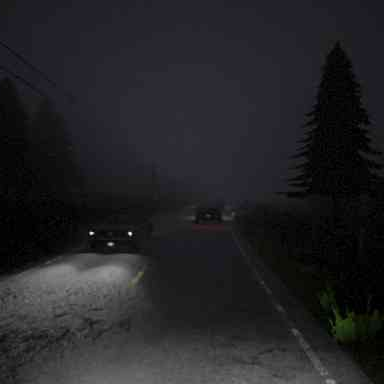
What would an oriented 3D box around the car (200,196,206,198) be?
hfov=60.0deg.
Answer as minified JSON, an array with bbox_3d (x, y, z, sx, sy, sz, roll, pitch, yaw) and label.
[{"bbox_3d":[2.086,1.492,56.096,1.882,1.535,5.008,0,0,11],"label":"car"}]

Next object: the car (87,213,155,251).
[{"bbox_3d":[-2.862,1.600,14.329,1.895,1.301,4.718,0,0,3],"label":"car"}]

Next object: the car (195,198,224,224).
[{"bbox_3d":[1.299,1.484,25.194,1.882,1.535,5.008,0,0,5],"label":"car"}]

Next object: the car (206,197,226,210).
[{"bbox_3d":[3.319,1.505,42.722,2.128,1.511,4.902,0,0,8],"label":"car"}]

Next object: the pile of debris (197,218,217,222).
[{"bbox_3d":[1.190,2.182,25.650,1.500,0.140,1.860,0,0,5],"label":"pile of debris"}]
